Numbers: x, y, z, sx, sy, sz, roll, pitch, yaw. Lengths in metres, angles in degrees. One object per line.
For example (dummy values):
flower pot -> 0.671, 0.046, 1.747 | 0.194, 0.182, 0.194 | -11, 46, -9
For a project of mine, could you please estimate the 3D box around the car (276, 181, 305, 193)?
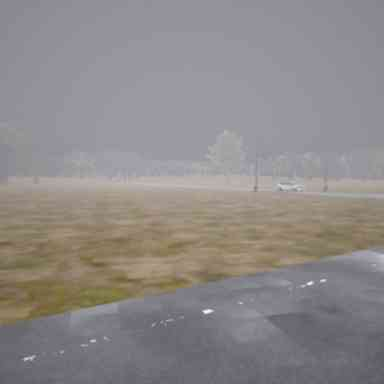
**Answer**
car -> 18.127, -0.936, 61.276 | 2.150, 2.045, 5.566 | -1, 3, -34
